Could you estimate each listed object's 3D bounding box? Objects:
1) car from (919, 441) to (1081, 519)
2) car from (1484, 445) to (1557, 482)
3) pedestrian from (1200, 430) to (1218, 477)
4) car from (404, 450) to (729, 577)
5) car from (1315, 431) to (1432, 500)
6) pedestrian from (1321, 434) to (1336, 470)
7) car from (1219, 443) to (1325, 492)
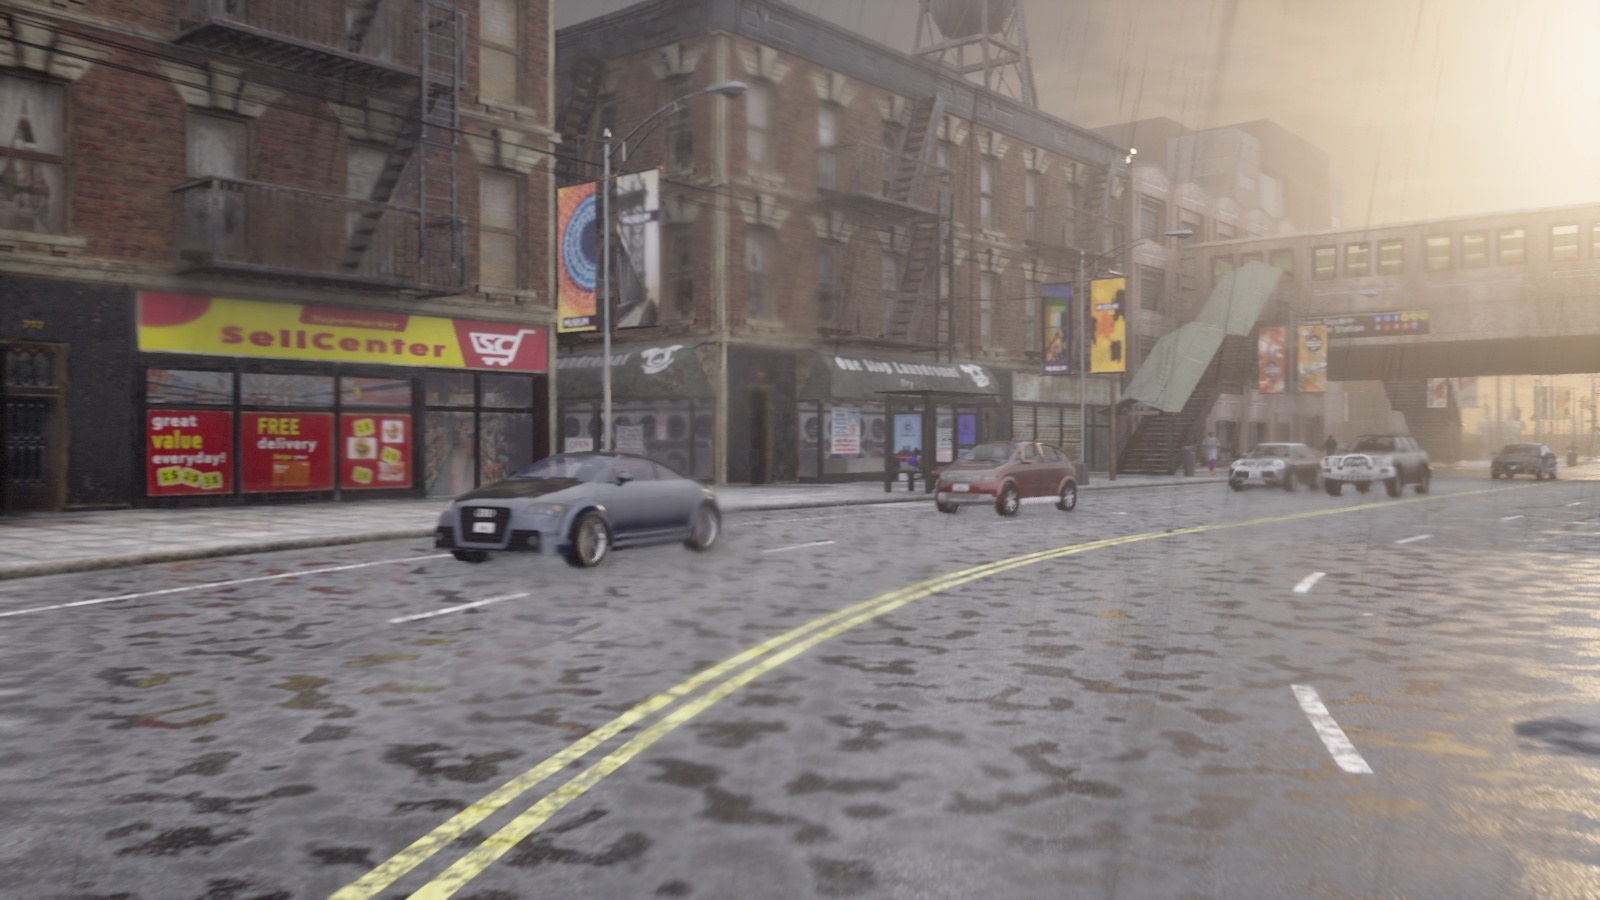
[{"bbox_3d":[4.350,0.583,26.925,1.789,1.549,3.705,0,0,40],"label":"car"},{"bbox_3d":[30.205,0.520,52.566,1.837,1.490,4.892,0,0,40],"label":"car"},{"bbox_3d":[17.040,0.145,52.347,0.659,1.952,0.873,0,0,22],"label":"pedestrian"},{"bbox_3d":[-2.846,0.712,16.281,1.994,1.385,4.181,0,0,27],"label":"car"},{"bbox_3d":[16.559,0.395,36.140,1.932,1.855,4.605,0,0,40],"label":"car"},{"bbox_3d":[27.834,0.090,66.135,0.563,1.883,0.849,0,0,36],"label":"pedestrian"},{"bbox_3d":[14.942,0.520,39.672,1.970,1.475,3.806,0,0,40],"label":"car"}]
